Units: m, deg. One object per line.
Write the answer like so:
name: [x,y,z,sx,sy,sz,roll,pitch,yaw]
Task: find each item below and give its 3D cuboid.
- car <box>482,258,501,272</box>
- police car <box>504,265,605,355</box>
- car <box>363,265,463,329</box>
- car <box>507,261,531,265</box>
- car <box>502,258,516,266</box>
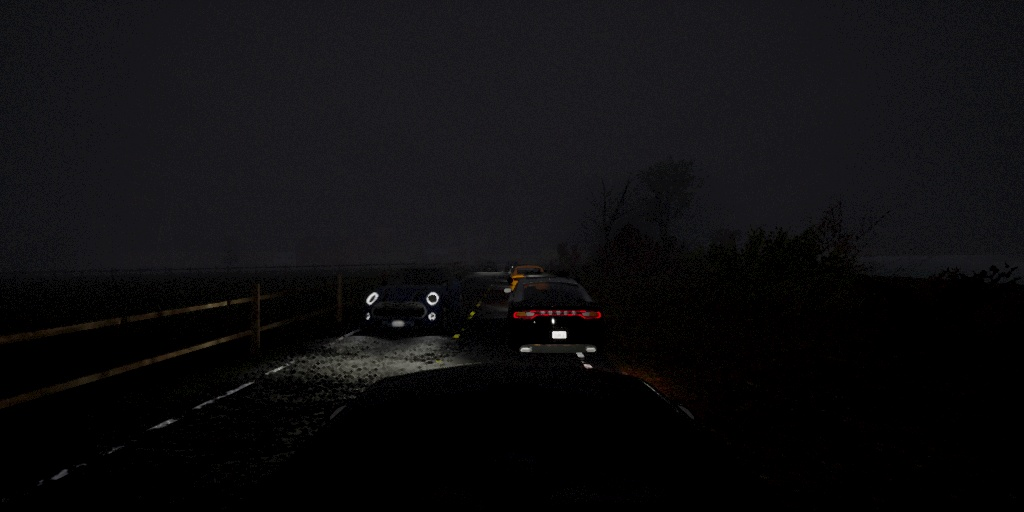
car: [-2.733,1.275,45.463,1.837,1.490,4.892,0,0,0]
police car: [0.828,1.174,8.853,1.930,1.638,5.238,0,0,0]
car: [-2.848,1.101,11.207,2.097,1.767,4.553,0,0,0]
car: [0.832,1.228,18.744,1.882,1.535,5.008,0,0,0]
car: [0.064,1.335,46.642,1.994,1.385,4.181,0,0,0]
